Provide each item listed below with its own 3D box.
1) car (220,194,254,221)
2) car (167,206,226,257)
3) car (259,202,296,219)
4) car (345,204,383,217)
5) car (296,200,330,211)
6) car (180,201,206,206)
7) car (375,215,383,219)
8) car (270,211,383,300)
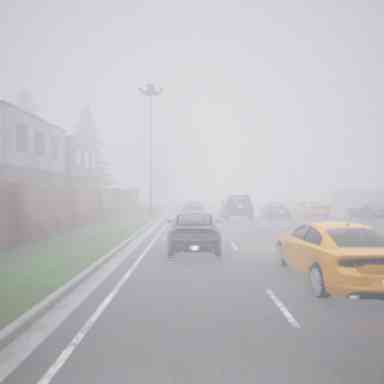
[{"bbox_3d":[3.584,1.211,27.131,2.150,2.045,5.566,0,0,0],"label":"car"},{"bbox_3d":[0.086,1.500,12.868,1.837,1.490,4.892,0,0,0],"label":"car"},{"bbox_3d":[7.086,1.554,28.573,1.994,1.385,4.181,0,0,0],"label":"car"},{"bbox_3d":[14.082,1.591,26.435,1.895,1.301,4.718,0,0,0],"label":"car"},{"bbox_3d":[10.589,1.467,29.667,1.882,1.535,5.008,0,0,0],"label":"car"},{"bbox_3d":[0.087,1.495,28.173,1.837,1.490,4.892,0,0,0],"label":"car"},{"bbox_3d":[7.066,1.544,8.205,2.033,1.411,5.357,0,0,0],"label":"car"},{"bbox_3d":[3.567,1.474,8.459,1.882,1.535,5.008,0,0,0],"label":"car"}]
